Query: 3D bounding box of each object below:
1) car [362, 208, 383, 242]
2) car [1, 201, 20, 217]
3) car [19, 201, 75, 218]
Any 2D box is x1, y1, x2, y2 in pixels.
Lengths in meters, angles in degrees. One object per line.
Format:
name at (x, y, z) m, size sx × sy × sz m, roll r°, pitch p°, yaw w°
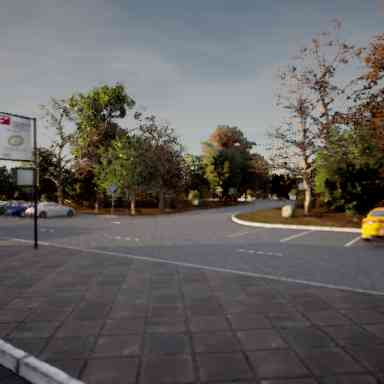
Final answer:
car at (9.407, 1.480, 15.801) m, size 2.097 × 1.535 × 5.008 m, roll 0°, pitch 0°, yaw 36°
car at (-16.300, 1.719, 34.235) m, size 2.097 × 1.535 × 5.008 m, roll -1°, pitch 0°, yaw 36°
car at (-13.745, 1.735, 32.394) m, size 2.002 × 1.452 × 4.674 m, roll -1°, pitch 0°, yaw 36°
